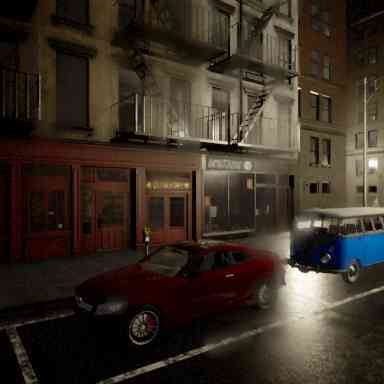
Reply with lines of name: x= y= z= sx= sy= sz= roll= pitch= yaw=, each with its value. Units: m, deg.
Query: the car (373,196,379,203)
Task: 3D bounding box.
car: x=18.294 y=1.283 z=28.224 sx=2.150 sy=2.045 sz=5.566 roll=0 pitch=0 yaw=-32

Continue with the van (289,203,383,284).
van: x=4.410 y=1.341 z=9.296 sx=3.998 sy=1.788 sz=1.690 roll=0 pitch=0 yaw=-35

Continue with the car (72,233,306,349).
car: x=-0.005 y=1.582 z=6.176 sx=4.206 sy=1.307 sz=1.802 roll=0 pitch=0 yaw=-35
